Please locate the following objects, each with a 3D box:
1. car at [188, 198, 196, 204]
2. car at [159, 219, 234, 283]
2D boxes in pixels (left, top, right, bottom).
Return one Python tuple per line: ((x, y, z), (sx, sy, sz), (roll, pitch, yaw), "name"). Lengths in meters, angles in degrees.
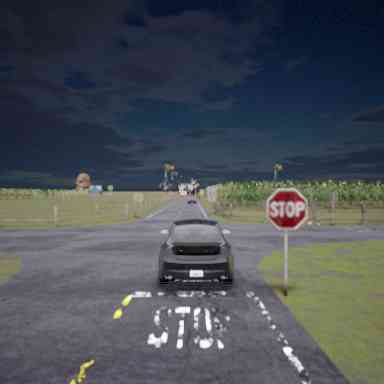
((0.002, 1.864, 72.624), (1.895, 1.301, 4.718), (0, 0, 0), "car")
((0.100, 1.550, 9.778), (1.837, 1.490, 4.892), (0, 0, 0), "car")
